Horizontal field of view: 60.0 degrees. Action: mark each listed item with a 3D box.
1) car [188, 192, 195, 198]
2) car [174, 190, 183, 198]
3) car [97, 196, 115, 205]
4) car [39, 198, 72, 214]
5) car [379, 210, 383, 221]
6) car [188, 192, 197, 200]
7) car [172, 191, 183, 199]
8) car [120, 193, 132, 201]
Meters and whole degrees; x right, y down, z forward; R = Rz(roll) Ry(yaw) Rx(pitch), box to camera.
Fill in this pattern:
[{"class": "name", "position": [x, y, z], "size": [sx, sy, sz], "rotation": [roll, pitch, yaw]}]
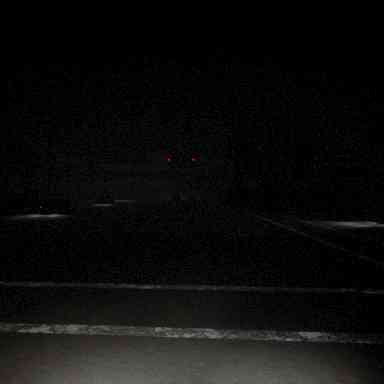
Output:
[{"class": "car", "position": [-0.012, 0.673, 87.772], "size": [1.812, 1.442, 4.674], "rotation": [0, 1, 0]}, {"class": "car", "position": [-3.512, 0.514, 87.288], "size": [2.097, 1.767, 4.553], "rotation": [0, 1, 0]}, {"class": "car", "position": [-14.097, 1.311, 54.875], "size": [2.033, 1.411, 5.357], "rotation": [0, 1, 0]}, {"class": "car", "position": [-14.107, 1.463, 34.610], "size": [1.837, 1.490, 4.892], "rotation": [0, 0, 0]}, {"class": "car", "position": [15.829, 1.353, 23.523], "size": [4.553, 1.767, 2.097], "rotation": [0, 0, -2]}, {"class": "car", "position": [-0.008, 0.957, 73.897], "size": [1.812, 1.442, 4.674], "rotation": [0, 1, 0]}, {"class": "car", "position": [-3.509, 0.872, 75.801], "size": [1.882, 1.535, 5.008], "rotation": [0, 1, 0]}, {"class": "car", "position": [-14.010, 1.030, 70.288], "size": [1.812, 1.442, 4.674], "rotation": [0, 1, 0]}]
